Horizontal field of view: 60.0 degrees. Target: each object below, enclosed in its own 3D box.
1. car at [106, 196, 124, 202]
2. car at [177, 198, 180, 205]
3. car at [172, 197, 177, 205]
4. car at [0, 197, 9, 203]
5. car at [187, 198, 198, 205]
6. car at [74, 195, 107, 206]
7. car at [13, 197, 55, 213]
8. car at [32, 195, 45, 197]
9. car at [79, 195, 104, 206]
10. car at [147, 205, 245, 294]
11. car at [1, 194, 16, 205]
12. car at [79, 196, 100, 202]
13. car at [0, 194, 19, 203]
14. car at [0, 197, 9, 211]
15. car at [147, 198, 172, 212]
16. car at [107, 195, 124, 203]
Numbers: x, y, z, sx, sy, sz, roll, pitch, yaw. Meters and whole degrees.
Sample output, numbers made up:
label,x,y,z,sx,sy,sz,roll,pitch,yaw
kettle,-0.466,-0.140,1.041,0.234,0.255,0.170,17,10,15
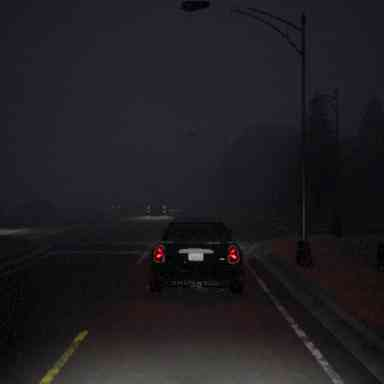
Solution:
label,x,y,z,sx,sy,sz,roll,pitch,yaw
car,-17.965,1.679,77.875,3.806,1.475,1.970,0,0,0
car,-3.486,1.856,68.160,1.882,1.535,5.008,0,-1,0
car,-3.573,1.800,49.319,1.812,1.442,4.674,0,0,0
car,-43.505,1.789,74.563,3.806,1.475,1.970,0,0,0
car,0.117,1.808,56.995,2.128,1.511,4.902,0,0,0
car,-17.234,1.422,55.759,4.605,1.855,1.932,0,0,0
car,-17.375,1.595,37.174,3.633,1.501,1.845,0,0,0
car,-35.026,1.526,74.601,4.605,1.855,1.932,0,0,0
car,-17.645,1.418,58.664,3.866,1.878,1.905,0,0,0
car,0.186,1.402,9.115,2.097,1.767,4.553,0,0,3
car,-35.740,1.658,62.143,4.514,1.523,2.007,0,0,0
car,-25.014,1.765,81.539,4.514,1.523,2.007,0,0,0
car,-42.893,1.524,77.889,3.866,1.878,1.905,0,0,0
car,-24.795,1.622,40.155,3.806,1.475,1.970,0,0,0
car,-3.585,1.551,35.750,2.097,1.767,4.553,0,0,0
car,-17.643,1.565,71.458,5.027,1.636,2.152,0,0,0
